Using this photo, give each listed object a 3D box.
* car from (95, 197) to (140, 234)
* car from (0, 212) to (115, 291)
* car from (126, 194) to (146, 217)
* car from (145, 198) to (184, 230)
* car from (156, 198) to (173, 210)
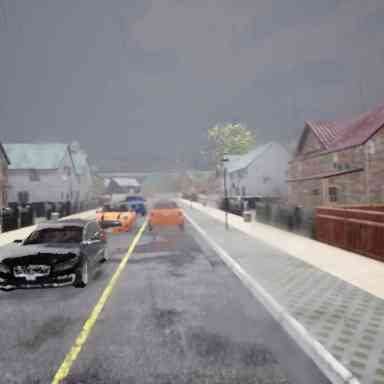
[{"bbox_3d":[-4.459,1.403,19.526,2.097,1.767,4.553,-1,0,-5],"label":"car"},{"bbox_3d":[-3.574,1.559,9.364,1.837,1.490,4.892,-1,0,-5],"label":"car"},{"bbox_3d":[-5.547,1.267,32.357,2.150,2.045,5.566,-1,0,-5],"label":"car"},{"bbox_3d":[-1.662,1.345,21.330,2.097,1.767,4.553,-1,0,-5],"label":"car"},{"bbox_3d":[-3.721,1.527,44.868,2.033,1.411,5.357,-1,0,-5],"label":"car"}]
